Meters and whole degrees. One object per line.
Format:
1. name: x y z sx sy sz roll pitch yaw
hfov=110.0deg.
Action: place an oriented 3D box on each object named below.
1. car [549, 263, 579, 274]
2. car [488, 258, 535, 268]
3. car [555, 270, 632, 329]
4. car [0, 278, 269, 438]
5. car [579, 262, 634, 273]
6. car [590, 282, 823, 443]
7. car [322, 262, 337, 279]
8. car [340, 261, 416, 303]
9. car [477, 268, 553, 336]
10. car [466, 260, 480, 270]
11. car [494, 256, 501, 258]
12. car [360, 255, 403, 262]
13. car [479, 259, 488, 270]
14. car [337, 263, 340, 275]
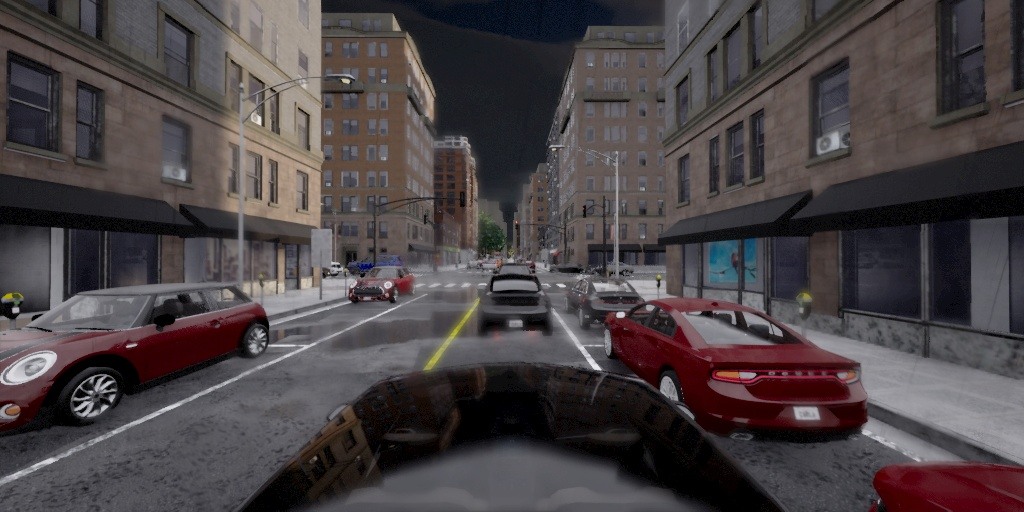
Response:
1. car: 6.482 1.423 39.860 4.718 1.301 1.895 1 0 9
2. car: 0.119 1.108 17.809 2.097 1.767 4.553 0 0 0
3. car: 2.682 1.303 10.970 2.007 1.370 4.403 0 0 0
4. car: -5.852 1.190 5.484 1.967 1.591 4.097 0 0 0
5. car: 9.672 1.309 35.883 4.902 1.511 2.128 0 0 -3
6. car: 2.675 1.296 5.479 1.888 1.381 4.507 0 0 0
7. car: -17.478 1.127 29.248 5.008 1.535 1.882 0 0 -2
8. car: -5.836 1.195 16.470 1.967 1.591 4.097 0 0 0
9. car: 0.056 1.258 10.370 1.837 1.490 4.892 0 0 -1
10. car: -5.915 1.345 54.831 2.007 1.370 4.403 0 0 0
11. car: -3.178 1.159 60.818 2.097 1.767 4.553 0 0 0
12. car: -13.547 0.943 35.963 5.566 2.045 2.150 0 0 0
13. car: -3.129 1.389 50.846 1.895 1.301 4.718 0 0 0
14. car: -18.370 0.894 32.491 5.566 2.045 2.150 0 0 -1
